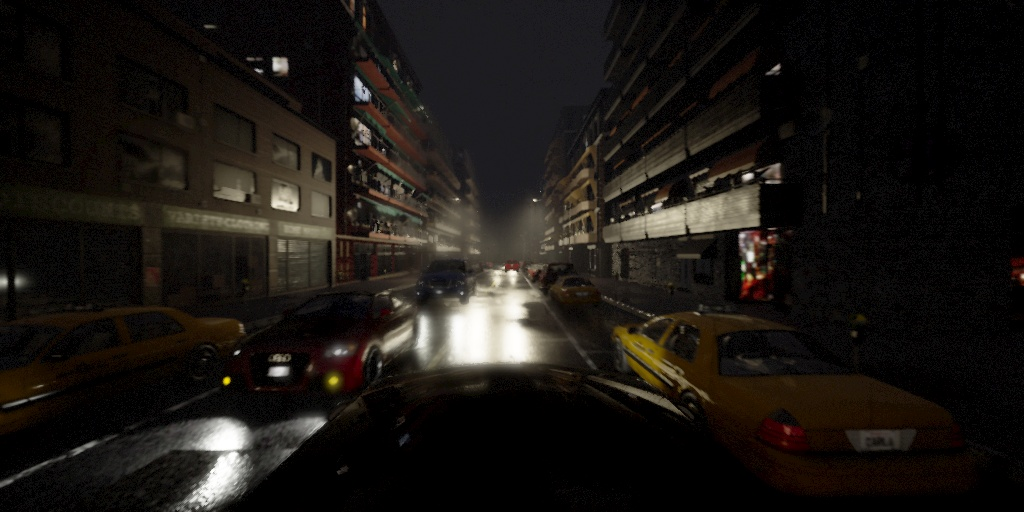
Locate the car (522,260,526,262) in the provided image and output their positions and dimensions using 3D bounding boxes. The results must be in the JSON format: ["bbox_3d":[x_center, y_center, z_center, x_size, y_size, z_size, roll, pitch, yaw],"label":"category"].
[{"bbox_3d":[2.697,1.707,59.941,2.192,1.841,5.009,0,0,0],"label":"car"}]

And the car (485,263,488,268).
[{"bbox_3d":[-5.684,1.705,59.894,2.192,1.841,5.009,0,0,0],"label":"car"}]

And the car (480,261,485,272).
[{"bbox_3d":[-5.685,1.880,54.370,2.007,1.370,4.403,0,0,0],"label":"car"}]

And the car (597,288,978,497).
[{"bbox_3d":[2.657,1.309,4.873,1.751,1.417,4.829,0,0,0],"label":"car"}]

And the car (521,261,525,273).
[{"bbox_3d":[2.695,1.821,48.893,2.007,1.370,4.403,0,0,0],"label":"car"}]

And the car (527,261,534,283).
[{"bbox_3d":[2.693,1.527,32.321,1.967,1.591,4.097,0,0,0],"label":"car"}]

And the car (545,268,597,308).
[{"bbox_3d":[2.701,1.430,15.920,1.751,1.417,4.829,0,0,0],"label":"car"}]

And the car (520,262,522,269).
[{"bbox_3d":[2.696,1.897,54.417,1.948,1.339,4.313,0,0,0],"label":"car"}]

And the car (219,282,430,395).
[{"bbox_3d":[-3.089,1.369,6.745,1.994,1.385,4.181,0,-1,0],"label":"car"}]

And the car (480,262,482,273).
[{"bbox_3d":[-5.685,1.819,48.847,2.007,1.370,4.403,0,0,0],"label":"car"}]

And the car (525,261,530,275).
[{"bbox_3d":[2.694,1.588,37.846,1.967,1.591,4.097,0,0,0],"label":"car"}]

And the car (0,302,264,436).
[{"bbox_3d":[-5.690,1.307,4.487,1.751,1.417,4.829,0,0,0],"label":"car"}]

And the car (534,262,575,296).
[{"bbox_3d":[2.697,1.280,21.274,2.192,1.841,5.009,0,0,0],"label":"car"}]

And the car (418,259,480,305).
[{"bbox_3d":[-3.008,1.144,17.470,2.150,2.045,5.566,0,-1,0],"label":"car"}]

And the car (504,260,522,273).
[{"bbox_3d":[0.007,1.576,56.558,2.150,2.045,5.566,0,-1,0],"label":"car"}]
